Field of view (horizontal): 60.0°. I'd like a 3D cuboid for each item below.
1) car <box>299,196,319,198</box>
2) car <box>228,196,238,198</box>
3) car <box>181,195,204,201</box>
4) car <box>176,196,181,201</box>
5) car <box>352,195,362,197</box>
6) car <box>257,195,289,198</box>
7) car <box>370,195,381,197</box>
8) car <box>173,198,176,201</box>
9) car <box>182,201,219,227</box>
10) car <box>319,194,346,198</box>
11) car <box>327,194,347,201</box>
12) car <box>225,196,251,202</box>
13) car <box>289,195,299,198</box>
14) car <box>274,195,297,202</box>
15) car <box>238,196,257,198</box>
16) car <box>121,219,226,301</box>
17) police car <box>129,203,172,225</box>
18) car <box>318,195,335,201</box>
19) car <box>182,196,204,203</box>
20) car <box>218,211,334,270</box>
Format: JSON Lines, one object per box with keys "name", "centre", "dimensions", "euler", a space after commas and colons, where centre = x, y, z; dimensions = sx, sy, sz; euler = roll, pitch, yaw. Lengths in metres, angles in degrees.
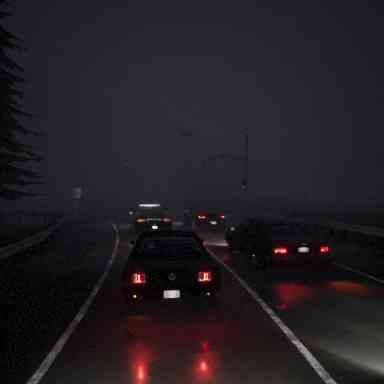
{"name": "car", "centre": [26.694, 1.540, 72.759], "dimensions": [5.357, 1.411, 2.033], "euler": [0, 0, -23]}
{"name": "car", "centre": [8.537, 1.524, 69.600], "dimensions": [4.674, 1.442, 1.812], "euler": [0, 0, -21]}
{"name": "car", "centre": [0.734, 1.563, 59.287], "dimensions": [4.181, 1.385, 1.994], "euler": [0, 0, -21]}
{"name": "car", "centre": [-0.096, 1.352, 62.715], "dimensions": [4.553, 1.767, 2.097], "euler": [0, 0, -22]}
{"name": "car", "centre": [39.773, 1.540, 80.227], "dimensions": [5.357, 1.411, 2.033], "euler": [0, 0, -35]}
{"name": "car", "centre": [15.870, 1.506, 64.926], "dimensions": [4.892, 1.490, 1.837], "euler": [0, 0, -20]}
{"name": "car", "centre": [42.977, 1.478, 78.252], "dimensions": [5.008, 1.535, 1.882], "euler": [0, 0, -35]}
{"name": "car", "centre": [-1.622, 1.492, 65.855], "dimensions": [4.902, 1.511, 2.128], "euler": [0, 0, -20]}
{"name": "car", "centre": [0.666, 1.526, 20.513], "dimensions": [1.812, 1.442, 4.674], "euler": [0, 0, -13]}
{"name": "car", "centre": [29.858, 1.524, 70.373], "dimensions": [4.674, 1.442, 1.812], "euler": [0, 0, -23]}
{"name": "car", "centre": [35.574, 1.355, 81.547], "dimensions": [4.553, 1.767, 2.097], "euler": [0, 0, -31]}
{"name": "car", "centre": [10.255, 1.540, 73.987], "dimensions": [5.357, 1.411, 2.033], "euler": [0, 0, -21]}
{"name": "car", "centre": [22.297, 1.355, 74.794], "dimensions": [4.553, 1.767, 2.097], "euler": [0, 0, -21]}
{"name": "car", "centre": [22.058, 1.500, 78.458], "dimensions": [4.892, 1.490, 1.837], "euler": [0, 0, -21]}
{"name": "car", "centre": [12.271, 1.526, 67.287], "dimensions": [4.674, 1.442, 1.812], "euler": [0, 0, -20]}
{"name": "car", "centre": [-0.606, 1.601, 8.357], "dimensions": [1.895, 1.301, 4.718], "euler": [0, 0, -6]}
{"name": "police car", "centre": [-2.277, 1.425, 17.821], "dimensions": [1.930, 1.638, 5.238], "euler": [0, 0, -13]}
{"name": "car", "centre": [34.241, 1.551, 84.849], "dimensions": [4.181, 1.385, 1.994], "euler": [0, 0, -35]}
{"name": "car", "centre": [0.291, 1.553, 70.236], "dimensions": [4.181, 1.385, 1.994], "euler": [0, 0, -21]}
{"name": "car", "centre": [2.535, 1.547, 11.113], "dimensions": [2.033, 1.411, 5.357], "euler": [0, 0, -8]}
